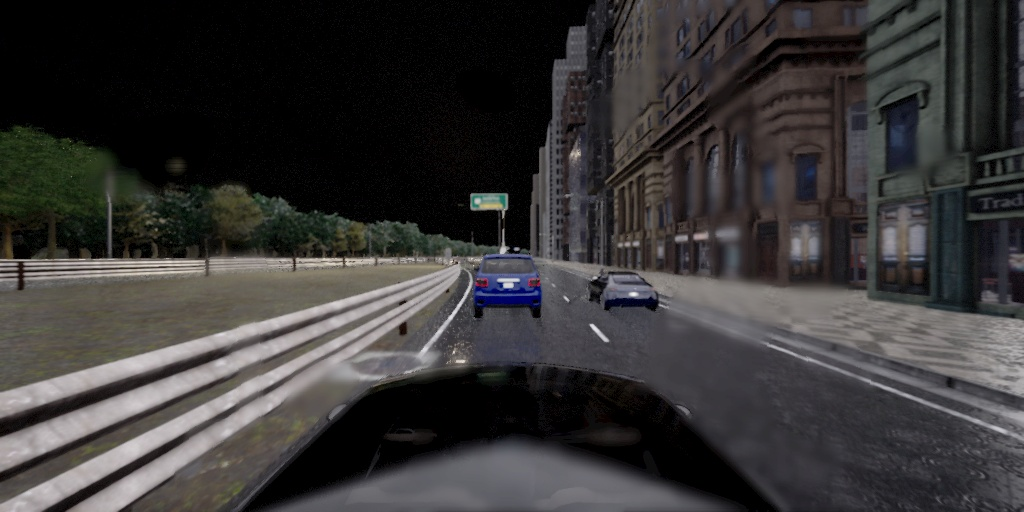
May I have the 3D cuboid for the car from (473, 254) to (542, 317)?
[{"bbox_3d":[-0.225,0.951,13.174,2.150,2.045,5.566,0,0,-3],"label":"car"}]

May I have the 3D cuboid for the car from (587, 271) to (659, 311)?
[{"bbox_3d":[4.279,1.289,14.403,1.994,1.385,4.181,0,0,2],"label":"car"}]
